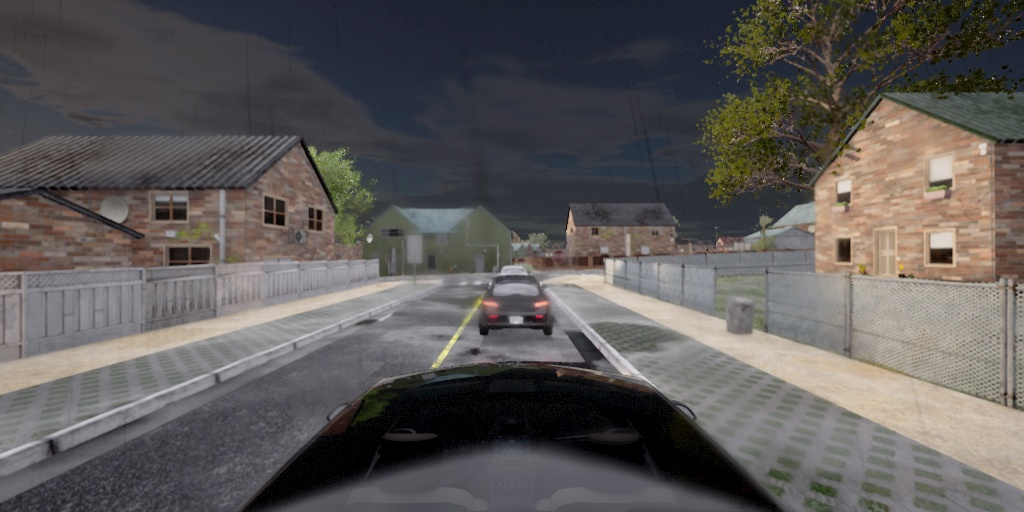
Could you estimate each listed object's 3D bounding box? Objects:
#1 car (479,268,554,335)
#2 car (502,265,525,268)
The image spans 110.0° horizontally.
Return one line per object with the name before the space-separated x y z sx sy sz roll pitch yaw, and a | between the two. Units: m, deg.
car | 0.101 1.251 10.269 1.812 1.442 4.674 0 0 0
car | 0.069 1.226 19.439 1.812 1.442 4.674 0 0 -1
